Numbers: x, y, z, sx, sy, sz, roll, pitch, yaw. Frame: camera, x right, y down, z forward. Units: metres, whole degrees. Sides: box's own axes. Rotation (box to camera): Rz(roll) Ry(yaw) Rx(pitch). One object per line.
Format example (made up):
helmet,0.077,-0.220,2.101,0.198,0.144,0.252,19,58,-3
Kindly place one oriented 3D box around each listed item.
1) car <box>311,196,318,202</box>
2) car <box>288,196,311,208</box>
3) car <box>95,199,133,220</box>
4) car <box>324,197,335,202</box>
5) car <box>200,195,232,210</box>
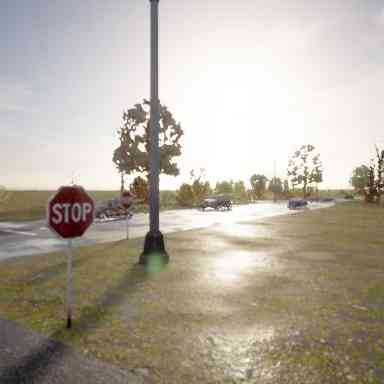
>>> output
car,30.826,1.761,85.254,1.994,1.385,4.181,0,0,34
car,16.385,1.642,51.279,1.882,1.535,5.008,0,0,33
car,-7.269,1.393,28.636,2.097,1.767,4.553,0,0,34
car,35.323,1.818,85.579,1.895,1.301,4.718,0,0,34
car,3.304,1.367,44.350,2.150,2.045,5.566,0,0,34
